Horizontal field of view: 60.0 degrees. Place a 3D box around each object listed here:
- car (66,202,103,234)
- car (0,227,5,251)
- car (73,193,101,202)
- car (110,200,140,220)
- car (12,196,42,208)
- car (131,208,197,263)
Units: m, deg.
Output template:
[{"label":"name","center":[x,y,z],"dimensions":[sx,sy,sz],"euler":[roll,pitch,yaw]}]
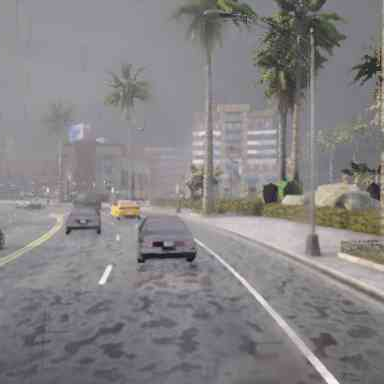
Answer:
[{"label":"car","center":[-6.187,1.531,19.204],"dimensions":[2.033,1.411,5.357],"euler":[0,0,-16]},{"label":"car","center":[-7.963,1.561,11.072],"dimensions":[1.994,1.385,4.181],"euler":[0,0,-9]},{"label":"car","center":[-13.369,1.184,42.140],"dimensions":[2.150,2.045,5.566],"euler":[0,0,-37]},{"label":"car","center":[-5.659,1.448,28.005],"dimensions":[1.882,1.535,5.008],"euler":[0,0,-21]},{"label":"car","center":[-23.294,1.572,47.236],"dimensions":[4.718,1.301,1.895],"euler":[0,0,39]},{"label":"car","center":[-1.058,1.533,12.009],"dimensions":[2.033,1.411,5.357],"euler":[0,0,-9]}]
